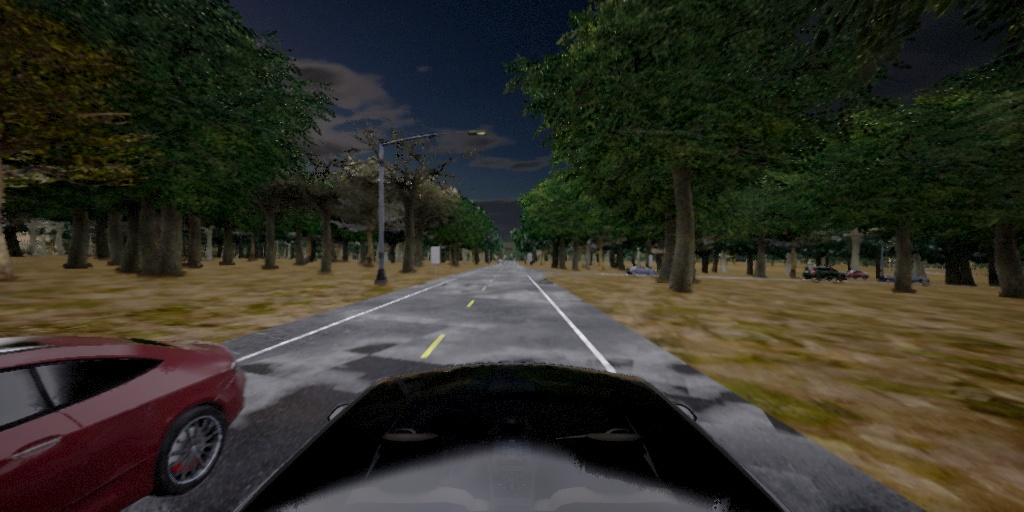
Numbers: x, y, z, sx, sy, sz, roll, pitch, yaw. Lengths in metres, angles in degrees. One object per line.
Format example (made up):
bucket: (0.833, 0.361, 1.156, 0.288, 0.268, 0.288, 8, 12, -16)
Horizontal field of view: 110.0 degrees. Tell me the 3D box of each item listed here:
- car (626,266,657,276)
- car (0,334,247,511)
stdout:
car: (18.885, 2.147, 52.346, 4.181, 1.385, 1.994, 2, -1, -2)
car: (-3.602, 1.275, 1.794, 1.812, 1.442, 4.674, 0, 0, 0)
